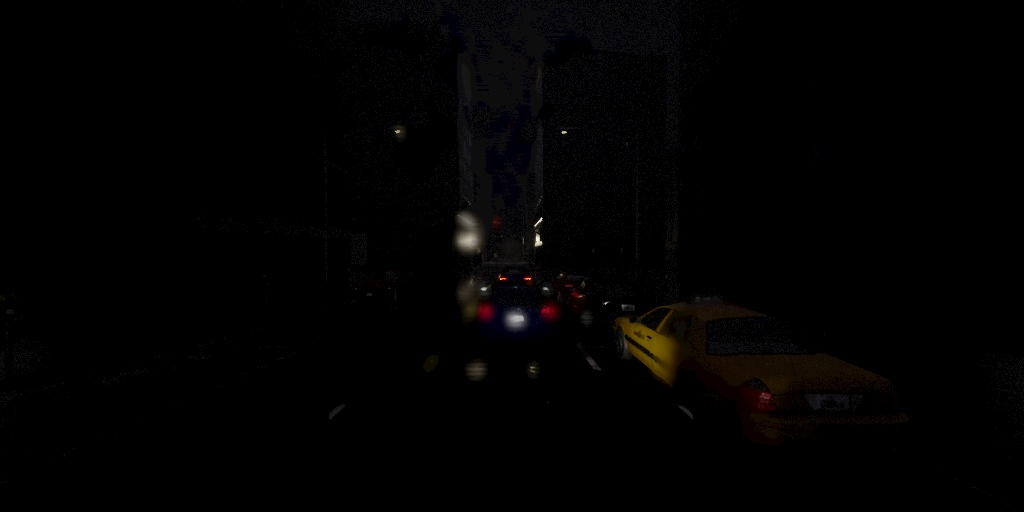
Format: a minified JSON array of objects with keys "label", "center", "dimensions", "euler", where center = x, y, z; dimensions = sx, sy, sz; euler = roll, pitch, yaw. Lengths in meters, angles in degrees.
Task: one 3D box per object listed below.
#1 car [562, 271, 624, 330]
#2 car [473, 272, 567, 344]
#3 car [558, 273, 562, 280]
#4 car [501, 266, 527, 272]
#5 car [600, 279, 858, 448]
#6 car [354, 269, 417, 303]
[{"label":"car","center":[2.877,1.313,10.920],"dimensions":[1.948,1.339,4.313],"euler":[0,0,0]},{"label":"car","center":[0.102,1.312,9.605],"dimensions":[1.994,1.385,4.181],"euler":[0,0,0]},{"label":"car","center":[2.878,1.327,16.506],"dimensions":[1.802,1.307,4.207],"euler":[0,0,0]},{"label":"car","center":[0.107,1.270,19.619],"dimensions":[1.812,1.442,4.674],"euler":[0,0,-2]},{"label":"car","center":[2.875,1.274,5.504],"dimensions":[1.751,1.417,4.829],"euler":[0,0,0]},{"label":"car","center":[-5.667,1.290,16.506],"dimensions":[1.888,1.381,4.507],"euler":[0,0,0]}]
